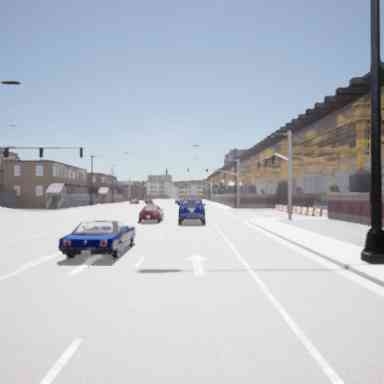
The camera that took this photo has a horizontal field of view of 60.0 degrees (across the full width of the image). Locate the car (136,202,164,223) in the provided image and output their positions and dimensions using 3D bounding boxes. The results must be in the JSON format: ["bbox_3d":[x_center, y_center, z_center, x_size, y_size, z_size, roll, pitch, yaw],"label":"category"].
[{"bbox_3d":[-3.493,1.840,28.873,1.812,1.442,4.674,0,0,0],"label":"car"}]

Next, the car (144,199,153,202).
[{"bbox_3d":[-10.544,2.356,80.981,1.882,1.535,5.008,0,-1,0],"label":"car"}]

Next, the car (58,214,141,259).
[{"bbox_3d":[-3.488,1.746,13.233,1.895,1.301,4.718,0,-1,1],"label":"car"}]

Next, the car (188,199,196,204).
[{"bbox_3d":[-0.048,2.505,87.931,1.994,1.385,4.181,0,-1,0],"label":"car"}]

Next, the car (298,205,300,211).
[{"bbox_3d":[15.923,1.893,40.385,2.038,1.542,4.974,0,-1,-36],"label":"car"}]

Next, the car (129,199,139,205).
[{"bbox_3d":[-14.044,2.403,80.979,2.128,1.511,4.902,0,-1,0],"label":"car"}]

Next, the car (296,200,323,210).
[{"bbox_3d":[15.945,1.786,45.032,1.853,1.218,4.536,-1,-1,44],"label":"car"}]

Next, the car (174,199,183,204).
[{"bbox_3d":[-3.548,2.472,87.286,2.033,1.411,5.357,0,-1,0],"label":"car"}]

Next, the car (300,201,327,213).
[{"bbox_3d":[15.954,1.735,40.345,1.853,1.218,4.536,0,-1,-36],"label":"car"}]

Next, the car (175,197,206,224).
[{"bbox_3d":[-0.005,1.525,27.547,2.150,2.045,5.566,0,0,0],"label":"car"}]
